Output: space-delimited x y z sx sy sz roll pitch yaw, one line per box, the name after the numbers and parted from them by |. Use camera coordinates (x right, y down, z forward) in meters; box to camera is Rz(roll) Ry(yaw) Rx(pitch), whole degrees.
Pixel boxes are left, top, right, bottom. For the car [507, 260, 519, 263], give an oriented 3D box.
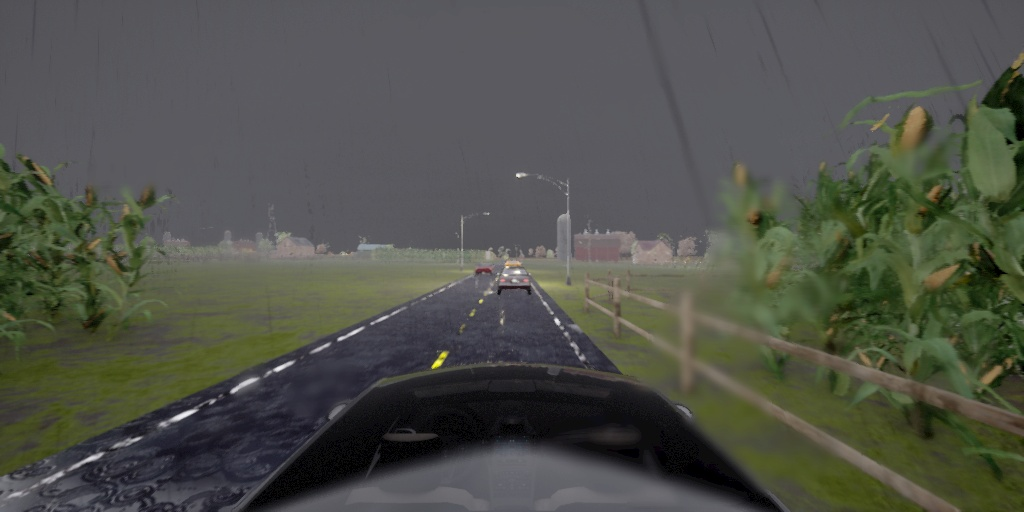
0.121 1.242 42.989 1.882 1.535 5.008 0 0 0 | car

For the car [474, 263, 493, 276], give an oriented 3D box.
-2.823 1.359 37.473 1.895 1.301 4.718 0 0 0 | car

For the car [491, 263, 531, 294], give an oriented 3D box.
0.113 1.296 20.416 2.033 1.411 5.357 0 0 0 | car
